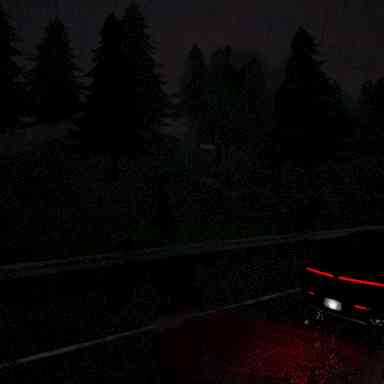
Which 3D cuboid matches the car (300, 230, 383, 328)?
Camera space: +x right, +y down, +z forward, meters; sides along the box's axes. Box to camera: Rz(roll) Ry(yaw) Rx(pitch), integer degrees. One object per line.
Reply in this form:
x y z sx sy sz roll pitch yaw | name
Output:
4.210 1.515 6.580 4.892 1.490 1.837 0 0 -34 | car
